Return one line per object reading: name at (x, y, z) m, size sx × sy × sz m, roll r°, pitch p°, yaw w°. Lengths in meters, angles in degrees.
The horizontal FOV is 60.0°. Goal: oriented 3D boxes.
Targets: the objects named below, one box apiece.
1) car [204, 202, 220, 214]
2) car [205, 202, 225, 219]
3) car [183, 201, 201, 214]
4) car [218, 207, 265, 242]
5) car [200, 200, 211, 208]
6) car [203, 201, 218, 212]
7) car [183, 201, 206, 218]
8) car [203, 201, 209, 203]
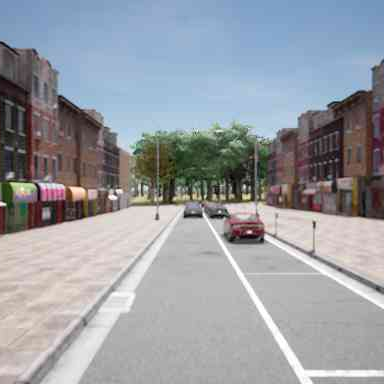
car at (2.676, 2.078, 44.601) m, size 1.887 × 1.381 × 4.507 m, roll -1°, pitch -1°, yaw 0°
car at (2.664, 1.961, 33.789) m, size 1.947 × 1.339 × 4.313 m, roll -1°, pitch -1°, yaw 0°
car at (0.075, 2.025, 44.639) m, size 2.128 × 1.511 × 4.902 m, roll 0°, pitch -1°, yaw 2°
car at (2.646, 1.745, 17.571) m, size 1.887 × 1.381 × 4.507 m, roll -1°, pitch -1°, yaw 0°
car at (2.701, 2.368, 66.225) m, size 1.887 × 1.381 × 4.507 m, roll -1°, pitch -1°, yaw 0°
car at (2.682, 2.155, 50.007) m, size 2.008 × 1.369 × 4.403 m, roll -1°, pitch -1°, yaw 0°
car at (0.128, 1.969, 34.578) m, size 1.994 × 1.385 × 4.181 m, roll 0°, pitch -1°, yaw 1°
car at (2.670, 2.014, 39.195) m, size 2.008 × 1.369 × 4.403 m, roll -1°, pitch -1°, yaw 0°
